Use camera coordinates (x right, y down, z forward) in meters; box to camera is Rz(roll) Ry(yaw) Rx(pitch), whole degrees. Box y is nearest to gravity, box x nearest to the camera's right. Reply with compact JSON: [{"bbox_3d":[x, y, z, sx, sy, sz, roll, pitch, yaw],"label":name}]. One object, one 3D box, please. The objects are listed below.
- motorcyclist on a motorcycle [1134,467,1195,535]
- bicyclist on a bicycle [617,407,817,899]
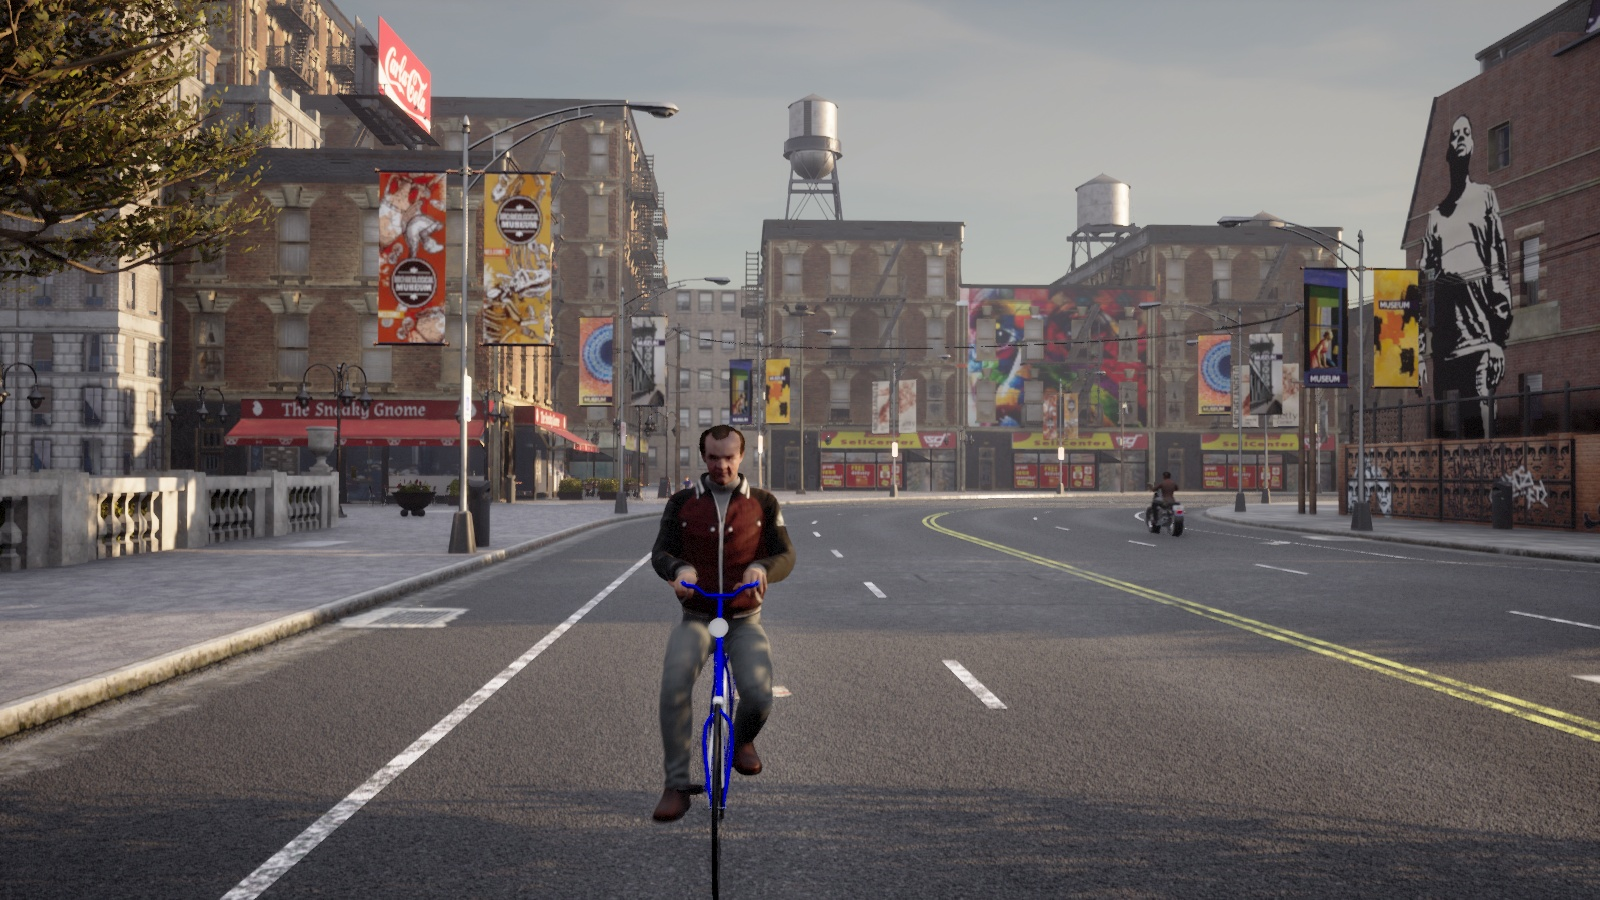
[{"bbox_3d":[9.178,1.265,31.699,0.766,1.649,2.350,0,-1,-2],"label":"motorcyclist on a motorcycle"},{"bbox_3d":[-0.316,0.772,5.094,0.659,1.776,1.843,0,-2,-3],"label":"bicyclist on a bicycle"}]
